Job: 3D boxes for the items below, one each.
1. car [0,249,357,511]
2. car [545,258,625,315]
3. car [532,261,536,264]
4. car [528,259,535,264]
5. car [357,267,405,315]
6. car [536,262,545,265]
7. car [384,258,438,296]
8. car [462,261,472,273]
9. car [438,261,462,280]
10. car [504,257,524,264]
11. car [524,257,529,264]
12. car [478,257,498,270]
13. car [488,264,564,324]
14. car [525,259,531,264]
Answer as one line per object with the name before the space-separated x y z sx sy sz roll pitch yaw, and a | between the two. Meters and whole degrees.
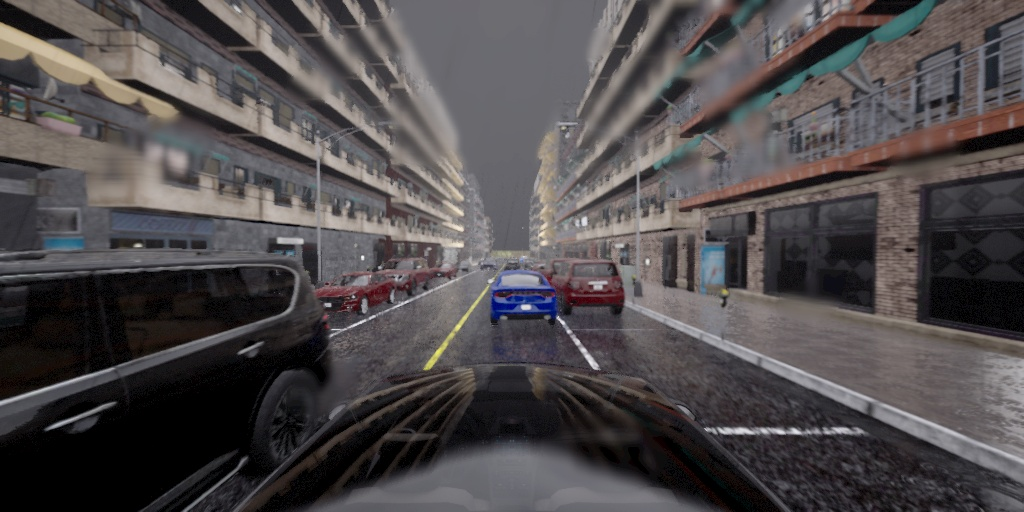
car | -3.100 0.971 1.831 2.150 2.045 5.566 0 0 0
car | 2.657 1.035 13.365 2.192 1.841 5.009 0 0 0
car | 2.658 1.254 24.695 1.948 1.339 4.313 0 0 0
car | 2.659 1.217 30.360 1.888 1.381 4.507 0 0 0
car | -5.691 1.265 13.308 1.888 1.381 4.507 0 0 0
car | 2.658 1.019 19.031 2.192 1.841 5.009 0 0 0
car | -5.690 1.019 18.971 2.192 1.841 5.009 0 0 0
car | -5.688 1.202 41.632 1.948 1.339 4.313 0 0 0
car | -5.689 1.217 30.301 1.888 1.381 4.507 0 0 0
car | 0.104 1.140 41.904 1.837 1.490 4.892 0 0 0
car | 2.695 1.165 53.017 1.948 1.339 4.313 0 0 0
car | -2.997 0.980 47.621 2.097 1.767 4.553 0 0 0
car | 0.239 1.202 11.880 1.882 1.535 5.008 0 0 -3
car | 2.664 1.220 36.024 1.948 1.339 4.313 0 0 0
